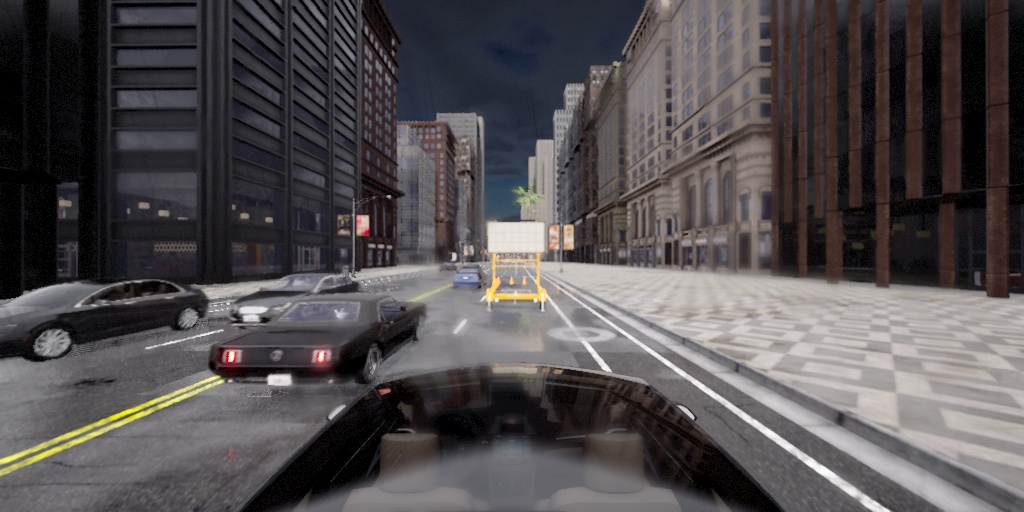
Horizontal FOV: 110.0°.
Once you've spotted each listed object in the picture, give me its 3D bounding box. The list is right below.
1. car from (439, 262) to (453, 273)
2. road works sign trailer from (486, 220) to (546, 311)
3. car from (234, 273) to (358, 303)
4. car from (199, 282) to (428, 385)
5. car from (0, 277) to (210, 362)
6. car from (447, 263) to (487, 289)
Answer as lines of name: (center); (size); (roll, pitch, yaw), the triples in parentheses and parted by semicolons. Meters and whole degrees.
car: (-9.180, 1.634, 51.763); (2.033, 1.411, 5.357); (0, 0, 1)
road works sign trailer: (0.176, 0.298, 14.843); (2.380, 3.560, 2.880); (0, 0, 1)
car: (-6.469, 1.305, 11.400); (2.128, 1.511, 4.902); (0, 0, 1)
car: (-3.076, 1.385, 7.033); (1.895, 1.301, 4.718); (0, 0, 1)
car: (-9.758, 1.301, 8.419); (1.837, 1.490, 4.892); (0, 0, 1)
car: (-2.840, 1.447, 24.859); (2.033, 1.411, 5.357); (0, 0, 1)
